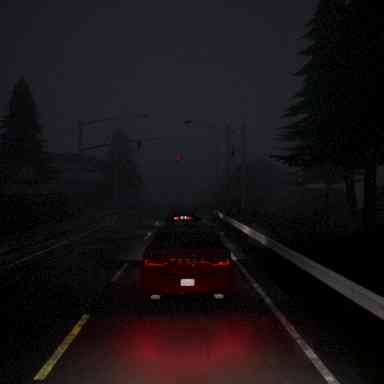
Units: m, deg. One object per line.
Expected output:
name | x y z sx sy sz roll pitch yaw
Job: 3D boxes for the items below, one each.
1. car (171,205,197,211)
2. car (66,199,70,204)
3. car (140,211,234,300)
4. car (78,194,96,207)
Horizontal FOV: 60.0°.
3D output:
car | -0.477 1.494 18.860 1.837 1.490 4.892 0 0 -2
car | -22.005 1.446 55.597 2.242 1.667 4.611 0 0 -3
car | -0.152 1.472 8.453 1.882 1.535 5.008 0 0 -2
car | -16.163 1.281 51.506 1.905 1.878 3.866 0 0 -3
